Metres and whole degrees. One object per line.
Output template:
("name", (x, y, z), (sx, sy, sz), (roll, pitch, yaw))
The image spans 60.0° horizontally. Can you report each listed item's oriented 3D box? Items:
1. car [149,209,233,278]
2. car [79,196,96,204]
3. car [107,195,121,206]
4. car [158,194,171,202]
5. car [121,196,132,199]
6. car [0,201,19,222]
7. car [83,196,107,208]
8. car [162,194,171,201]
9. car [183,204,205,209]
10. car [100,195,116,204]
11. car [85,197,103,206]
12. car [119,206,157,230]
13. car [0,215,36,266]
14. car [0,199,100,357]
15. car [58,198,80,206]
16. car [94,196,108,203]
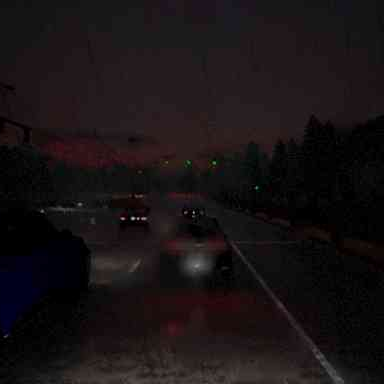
("car", (0.114, 1.513, 10.243), (2.128, 1.511, 4.902), (0, 0, 0))
("car", (-20.899, 1.618, 66.667), (1.882, 1.535, 5.008), (0, 0, 0))
("car", (-13.954, 1.643, 56.220), (1.812, 1.442, 4.674), (0, 0, 1))
("car", (-6.878, 1.393, 80.114), (2.150, 2.045, 5.566), (0, 0, 0))
("car", (-13.900, 1.664, 66.242), (1.812, 1.442, 4.674), (0, 0, 0))
("car", (-16.498, 1.534, 26.961), (5.008, 1.535, 1.882), (0, -1, 27))
("car", (-14.015, 1.625, 47.156), (1.812, 1.442, 4.674), (0, 0, 0))
("car", (-6.863, 1.544, 89.971), (2.097, 1.767, 4.553), (0, 0, 0))
("car", (0.142, 1.660, 28.379), (1.895, 1.301, 4.718), (0, 0, 0))
("car", (-17.395, 1.500, 69.220), (2.097, 1.767, 4.553), (0, 0, 0))
("car", (-17.411, 1.688, 59.085), (1.994, 1.385, 4.181), (0, 0, 0))
("car", (-3.370, 1.593, 21.568), (2.033, 1.411, 5.357), (0, 0, 0))
("car", (-6.964, 1.587, 10.751), (1.994, 1.385, 4.181), (0, 0, -2))
("car", (-3.389, 1.231, 5.251), (2.150, 2.045, 5.566), (0, 0, 1))
("car", (-20.929, 1.720, 56.723), (1.895, 1.301, 4.718), (0, 0, 0))
("car", (-20.883, 1.639, 76.886), (1.882, 1.535, 5.008), (0, 0, 0))
